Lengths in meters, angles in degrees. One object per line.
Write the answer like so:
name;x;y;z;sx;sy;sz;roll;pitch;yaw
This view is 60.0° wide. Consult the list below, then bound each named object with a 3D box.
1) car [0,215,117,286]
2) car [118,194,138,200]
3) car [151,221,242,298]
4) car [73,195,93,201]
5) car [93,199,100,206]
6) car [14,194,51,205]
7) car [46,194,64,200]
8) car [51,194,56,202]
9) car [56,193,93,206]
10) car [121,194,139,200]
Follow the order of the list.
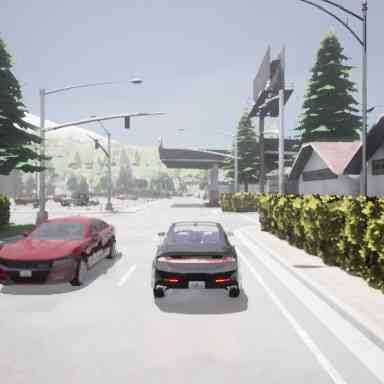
car;-3.554;1.477;9.636;1.882;1.535;5.008;0;0;0
car;-16.436;1.324;85.257;5.027;1.636;2.152;0;0;-1
car;0.099;1.491;8.527;2.128;1.511;4.902;0;0;0
car;-24.040;1.314;73.366;3.633;1.501;1.845;0;0;-1
car;-16.182;1.357;51.000;3.806;1.475;1.970;0;0;-1
car;-24.661;1.094;50.912;4.605;1.855;1.932;0;0;-1
car;-35.102;1.378;85.294;3.806;1.475;1.970;0;0;-1
car;-24.023;1.293;63.373;4.514;1.523;2.007;0;0;-1
car;-16.774;1.073;47.672;3.866;1.878;1.905;0;0;-1
car;-16.506;1.333;88.393;4.514;1.523;2.007;0;0;-1
